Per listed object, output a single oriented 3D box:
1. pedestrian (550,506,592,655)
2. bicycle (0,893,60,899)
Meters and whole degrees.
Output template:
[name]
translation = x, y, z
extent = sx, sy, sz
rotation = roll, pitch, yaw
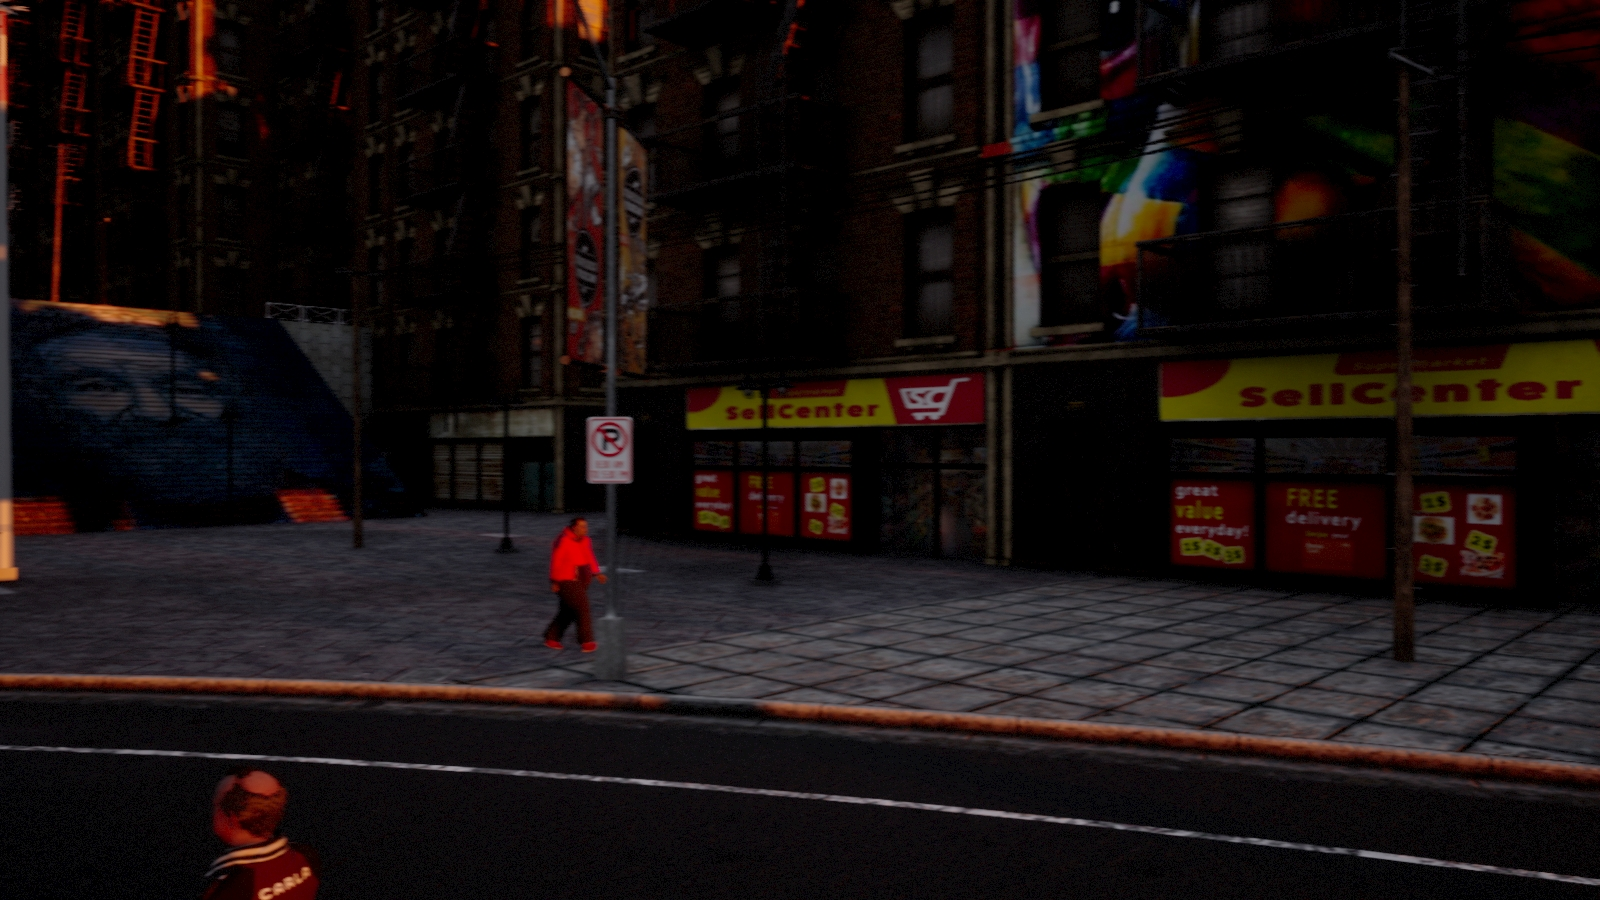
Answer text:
[pedestrian]
translation = -2.962, 1.673, 14.785
extent = 0.375, 1.860, 0.375
rotation = 0, 0, 25
[bicycle]
translation = -2.025, 2.204, 3.756
extent = 1.835, 1.171, 0.329
rotation = 0, 1, 16
